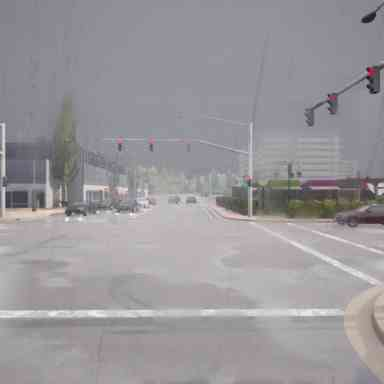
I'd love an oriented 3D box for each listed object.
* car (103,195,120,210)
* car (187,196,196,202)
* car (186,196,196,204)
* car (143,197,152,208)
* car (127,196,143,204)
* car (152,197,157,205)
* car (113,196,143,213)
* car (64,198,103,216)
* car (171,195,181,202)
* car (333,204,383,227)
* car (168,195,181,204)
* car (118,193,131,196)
[{"bbox_3d":[-10.682,1.505,42.091,1.837,1.490,4.892,0,0,0],"label":"car"},{"bbox_3d":[-0.149,1.468,74.826,1.895,1.301,4.718,0,0,0],"label":"car"},{"bbox_3d":[-0.128,1.491,64.521,2.128,1.511,4.902,0,0,0],"label":"car"},{"bbox_3d":[-7.187,1.526,46.814,1.812,1.442,4.674,0,0,0],"label":"car"},{"bbox_3d":[-10.675,1.547,62.774,2.033,1.411,5.357,0,0,1],"label":"car"},{"bbox_3d":[-7.194,1.564,56.775,1.994,1.385,4.181,0,0,0],"label":"car"},{"bbox_3d":[-7.175,1.505,37.629,1.837,1.490,4.892,0,0,0],"label":"car"},{"bbox_3d":[-10.664,1.547,32.535,2.033,1.411,5.357,0,0,0],"label":"car"},{"bbox_3d":[-3.649,1.425,74.787,1.994,1.385,4.181,0,0,0],"label":"car"},{"bbox_3d":[11.762,1.526,21.876,4.674,1.442,1.812,0,0,1],"label":"car"},{"bbox_3d":[-3.628,1.547,64.514,2.033,1.411,5.357,0,0,0],"label":"car"},{"bbox_3d":[-10.701,1.221,52.077,2.150,2.045,5.566,0,0,0],"label":"car"}]
